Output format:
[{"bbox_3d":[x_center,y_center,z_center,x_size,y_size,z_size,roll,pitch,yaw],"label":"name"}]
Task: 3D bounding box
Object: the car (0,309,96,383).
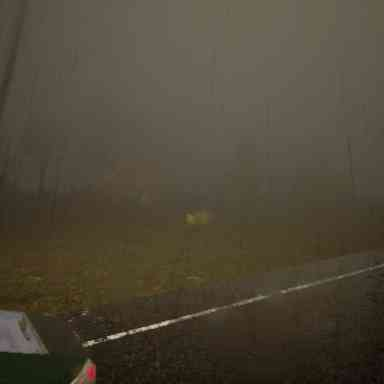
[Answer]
[{"bbox_3d":[-2.740,1.564,2.057,4.181,1.385,1.994,0,0,-36],"label":"car"}]
